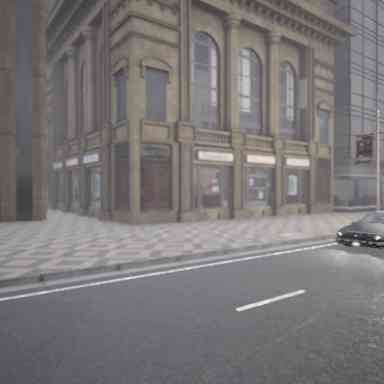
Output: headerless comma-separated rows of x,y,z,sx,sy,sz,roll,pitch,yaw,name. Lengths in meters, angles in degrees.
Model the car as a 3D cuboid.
8.134,1.505,13.695,5.357,1.411,2.033,0,0,-36,car
